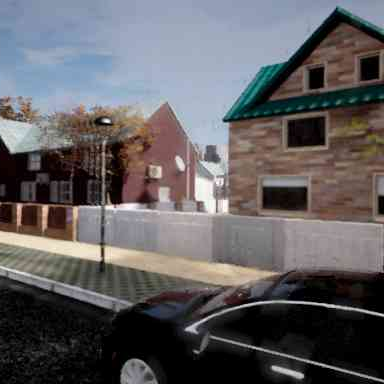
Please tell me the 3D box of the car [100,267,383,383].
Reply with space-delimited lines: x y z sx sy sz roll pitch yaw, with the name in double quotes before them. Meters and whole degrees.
"car" 1.215 1.509 3.077 4.892 1.490 1.837 1 0 35
